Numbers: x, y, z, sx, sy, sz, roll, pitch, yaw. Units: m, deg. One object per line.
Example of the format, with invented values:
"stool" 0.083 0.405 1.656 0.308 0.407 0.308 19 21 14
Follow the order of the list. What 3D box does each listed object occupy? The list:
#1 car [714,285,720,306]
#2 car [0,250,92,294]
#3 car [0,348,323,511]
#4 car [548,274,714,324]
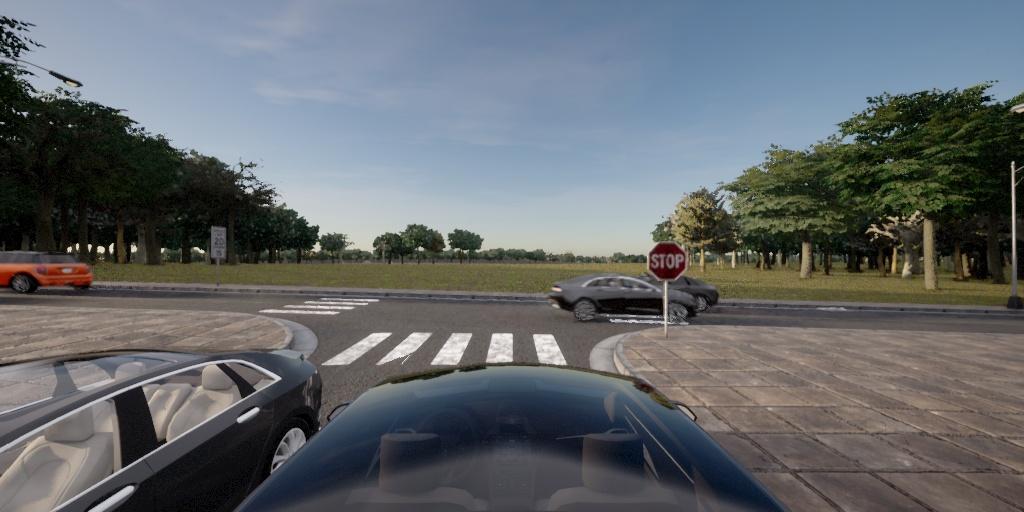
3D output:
"car" 6.020 1.475 15.085 4.892 1.490 1.837 2 -1 0
"car" -20.877 0.578 15.130 4.553 1.767 2.097 2 -1 0
"car" -2.637 1.300 1.688 2.007 1.370 4.403 0 0 0
"car" 3.687 1.366 12.141 4.902 1.511 2.128 2 -1 0
